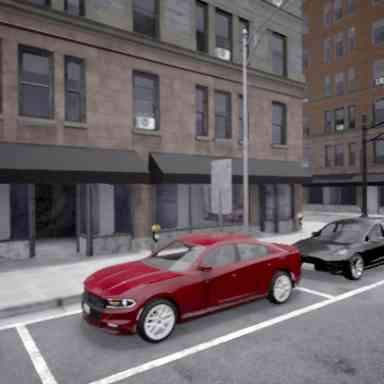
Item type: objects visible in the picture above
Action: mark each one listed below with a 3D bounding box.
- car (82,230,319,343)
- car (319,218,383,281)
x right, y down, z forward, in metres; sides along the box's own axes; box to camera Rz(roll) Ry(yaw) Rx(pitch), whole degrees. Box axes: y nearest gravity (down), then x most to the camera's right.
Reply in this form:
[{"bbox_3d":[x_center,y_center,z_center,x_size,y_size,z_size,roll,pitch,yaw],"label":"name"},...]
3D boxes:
[{"bbox_3d":[0.221,1.507,6.379,4.507,1.381,1.887,-1,0,-36],"label":"car"},{"bbox_3d":[4.684,1.473,9.612,4.313,1.339,1.947,-1,0,-36],"label":"car"}]
